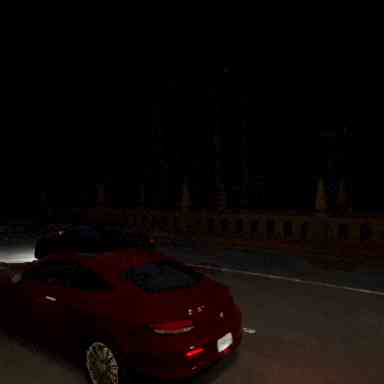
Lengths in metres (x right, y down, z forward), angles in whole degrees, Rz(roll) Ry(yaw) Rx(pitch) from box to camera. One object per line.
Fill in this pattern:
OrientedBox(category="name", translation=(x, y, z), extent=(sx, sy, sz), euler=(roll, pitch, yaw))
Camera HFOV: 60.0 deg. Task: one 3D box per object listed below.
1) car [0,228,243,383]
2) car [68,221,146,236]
OrientedBox(category="car", translation=(-1.502, 1.525, 5.069), extent=(4.674, 1.442, 1.812), euler=(0, 0, 36))
OrientedBox(category="car", translation=(-3.128, 1.610, 10.534), extent=(4.181, 1.385, 1.994), euler=(-1, 0, 36))
